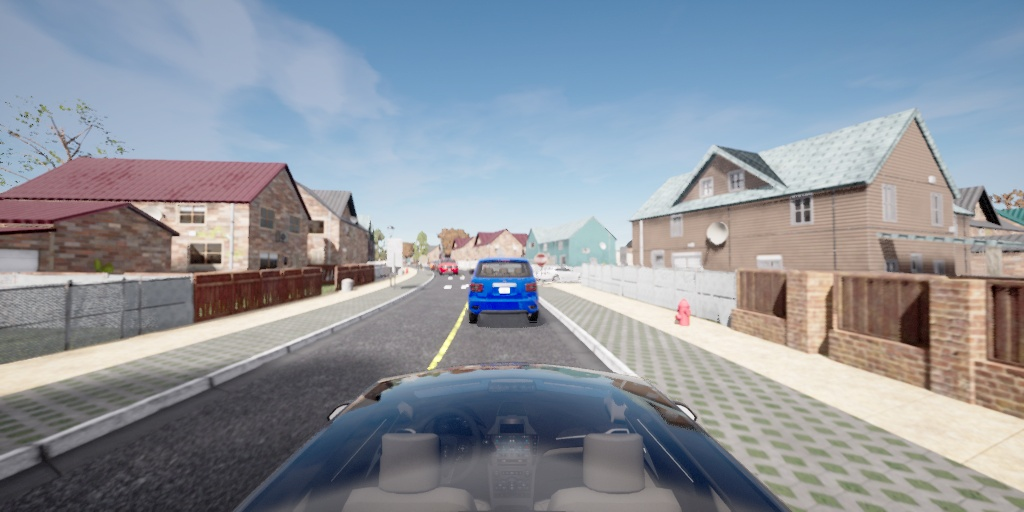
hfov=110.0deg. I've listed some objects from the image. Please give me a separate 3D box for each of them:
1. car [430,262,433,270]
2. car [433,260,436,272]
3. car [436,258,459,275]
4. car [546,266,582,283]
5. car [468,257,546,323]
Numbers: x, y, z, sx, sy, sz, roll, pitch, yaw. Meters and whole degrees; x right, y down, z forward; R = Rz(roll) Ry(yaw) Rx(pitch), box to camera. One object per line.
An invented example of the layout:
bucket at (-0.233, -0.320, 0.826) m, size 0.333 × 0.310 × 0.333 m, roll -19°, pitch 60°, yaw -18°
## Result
car at (-13.407, 1.609, 64.111) m, size 2.097 × 1.767 × 4.553 m, roll 1°, pitch -1°, yaw -18°
car at (-10.380, 1.518, 54.098) m, size 2.097 × 1.767 × 4.553 m, roll 0°, pitch -1°, yaw -16°
car at (-7.905, 1.303, 44.464) m, size 2.150 × 2.045 × 5.566 m, roll 0°, pitch -1°, yaw -13°
car at (4.109, 1.613, 30.420) m, size 4.674 × 1.442 × 1.812 m, roll 2°, pitch -3°, yaw -34°
car at (-0.351, 1.061, 12.689) m, size 2.150 × 2.045 × 5.566 m, roll 0°, pitch 0°, yaw -3°
